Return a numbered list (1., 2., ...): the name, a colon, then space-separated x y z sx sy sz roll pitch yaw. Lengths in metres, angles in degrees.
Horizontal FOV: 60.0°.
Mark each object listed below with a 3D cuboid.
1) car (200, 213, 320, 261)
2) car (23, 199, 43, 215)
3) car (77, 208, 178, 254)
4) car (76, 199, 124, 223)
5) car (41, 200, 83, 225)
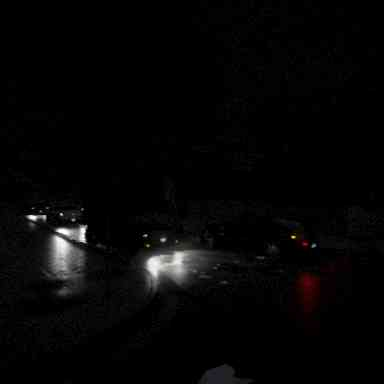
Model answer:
1. car: 2.363 1.512 12.414 1.812 1.442 4.674 -1 1 -44
2. car: -15.172 1.369 32.314 2.033 1.411 5.357 0 1 -35
3. car: -2.520 1.530 13.420 4.181 1.385 1.994 1 1 41
4. car: -7.189 1.365 25.619 2.128 1.511 4.902 0 0 -33
5. car: -8.901 1.491 23.277 1.895 1.301 4.718 0 0 -35
